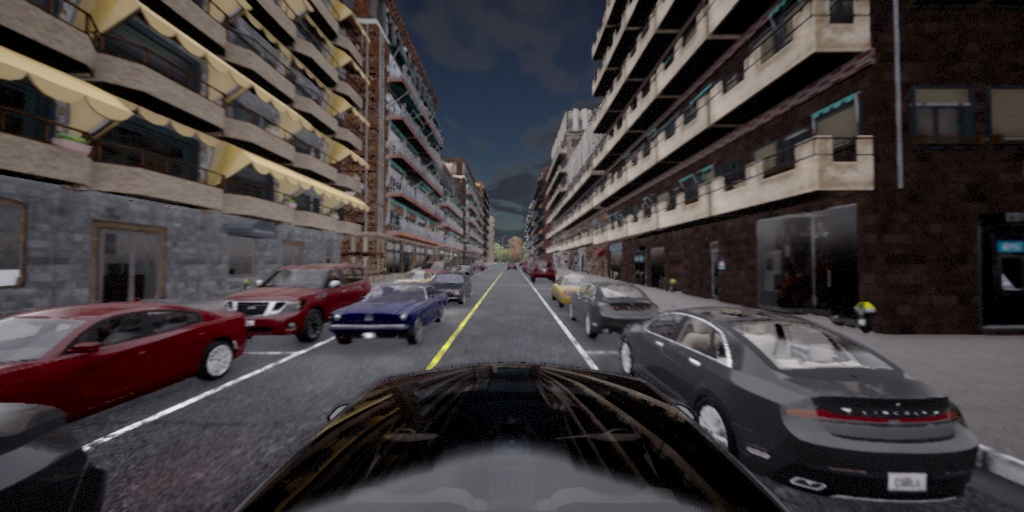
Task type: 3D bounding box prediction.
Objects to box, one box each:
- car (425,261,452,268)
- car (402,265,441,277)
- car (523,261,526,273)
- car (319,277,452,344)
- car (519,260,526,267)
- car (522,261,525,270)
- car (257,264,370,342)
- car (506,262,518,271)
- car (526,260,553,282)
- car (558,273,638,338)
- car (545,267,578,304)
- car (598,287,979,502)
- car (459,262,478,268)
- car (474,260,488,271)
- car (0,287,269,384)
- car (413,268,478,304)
[{"bbox_3d":[-5.688,1.304,26.930,2.192,1.841,5.009,0,0,0],"label":"car"},{"bbox_3d":[-5.688,1.462,21.192,1.751,1.417,4.829,0,0,0],"label":"car"},{"bbox_3d":[2.693,1.689,43.600,2.007,1.370,4.403,0,0,0],"label":"car"},{"bbox_3d":[-3.088,1.430,9.962,1.895,1.301,4.718,0,-1,0],"label":"car"},{"bbox_3d":[2.692,1.559,54.734,2.192,1.841,5.009,0,0,0],"label":"car"},{"bbox_3d":[2.693,1.736,49.167,1.888,1.381,4.507,0,0,0],"label":"car"},{"bbox_3d":[-5.687,1.148,10.227,2.192,1.841,5.009,0,0,0],"label":"car"},{"bbox_3d":[0.001,1.839,64.075,1.837,1.490,4.892,0,-1,0],"label":"car"},{"bbox_3d":[2.693,1.348,32.464,2.192,1.841,5.009,0,0,0],"label":"car"},{"bbox_3d":[2.694,1.376,10.194,2.007,1.370,4.403,0,0,0],"label":"car"},{"bbox_3d":[2.694,1.402,15.931,1.751,1.417,4.829,0,0,0],"label":"car"},{"bbox_3d":[2.694,1.325,4.627,2.007,1.370,4.403,0,0,0],"label":"car"},{"bbox_3d":[-5.688,1.712,43.633,1.948,1.339,4.313,0,0,0],"label":"car"},{"bbox_3d":[-5.688,1.620,60.335,2.192,1.841,5.009,0,0,0],"label":"car"},{"bbox_3d":[-5.687,1.328,4.660,1.888,1.381,4.507,0,0,0],"label":"car"},{"bbox_3d":[-2.998,1.513,17.594,2.033,1.411,5.357,0,-1,0],"label":"car"}]
